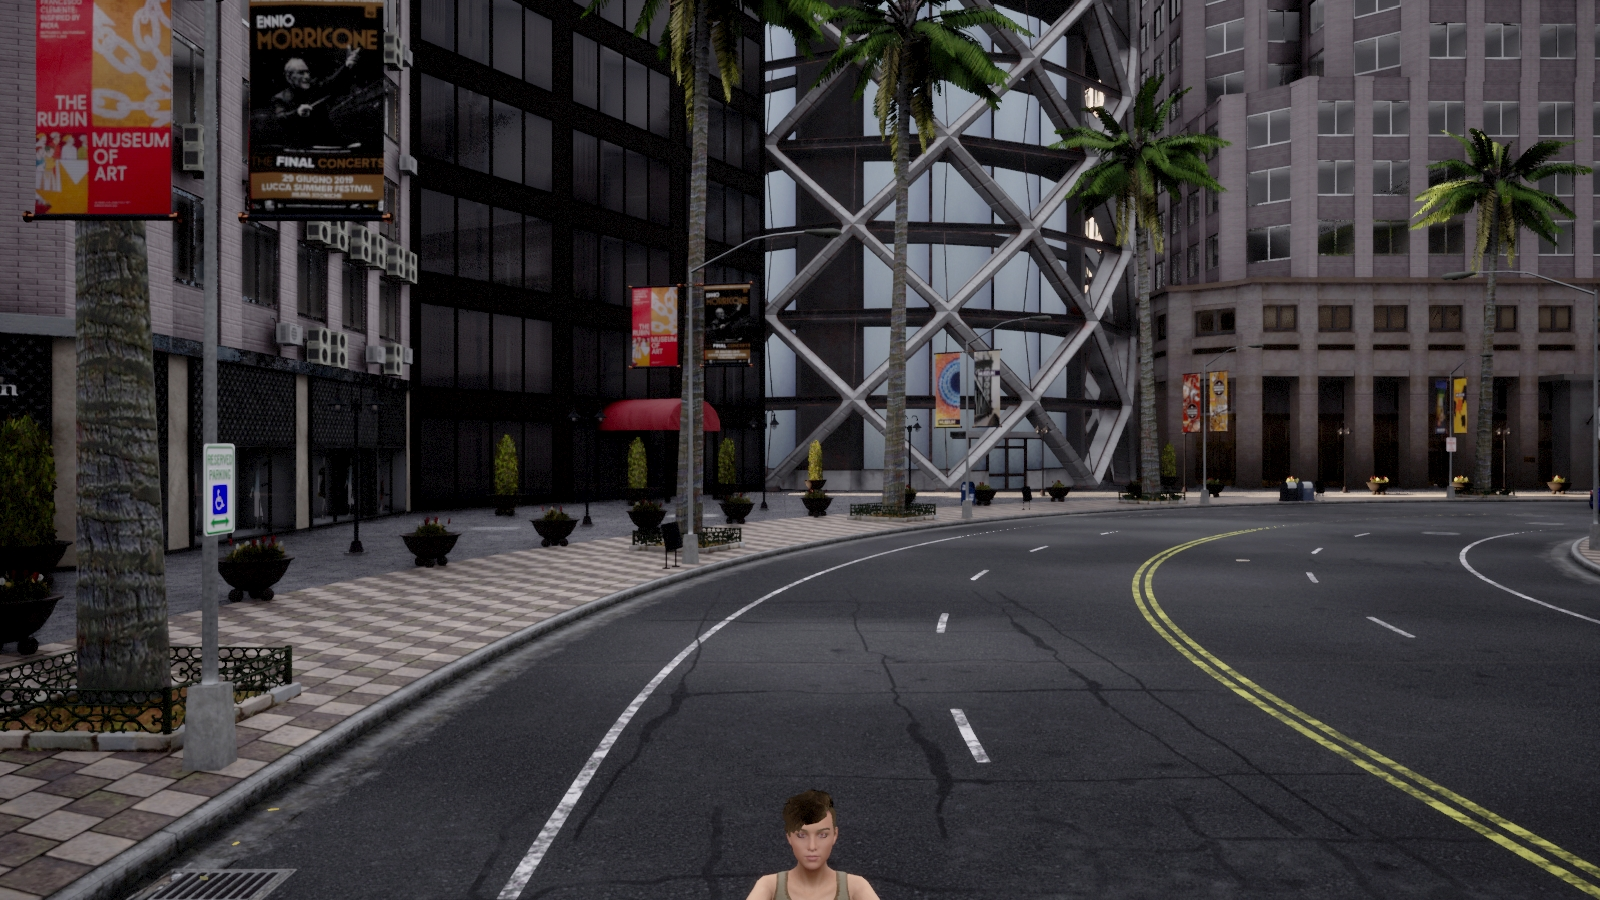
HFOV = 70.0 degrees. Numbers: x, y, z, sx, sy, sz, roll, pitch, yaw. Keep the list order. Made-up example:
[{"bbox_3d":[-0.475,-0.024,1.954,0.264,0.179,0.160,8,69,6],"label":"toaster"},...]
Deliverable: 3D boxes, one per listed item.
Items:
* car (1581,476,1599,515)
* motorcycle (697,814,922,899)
[{"bbox_3d":[36.842,1.968,49.589,4.611,1.667,2.242,0,0,-11],"label":"car"},{"bbox_3d":[0.030,2.170,3.616,0.764,1.277,2.356,0,0,1],"label":"motorcycle"}]
